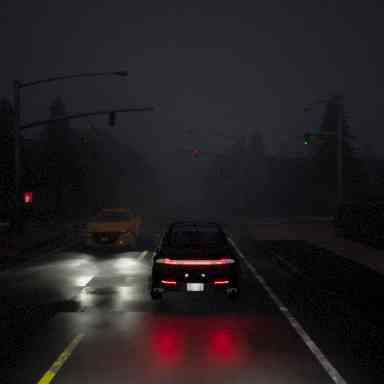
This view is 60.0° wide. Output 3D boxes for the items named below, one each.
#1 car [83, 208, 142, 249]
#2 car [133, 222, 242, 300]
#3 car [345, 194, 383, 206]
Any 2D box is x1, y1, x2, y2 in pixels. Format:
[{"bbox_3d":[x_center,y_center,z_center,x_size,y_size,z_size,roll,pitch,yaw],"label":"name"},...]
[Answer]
[{"bbox_3d":[-3.356,1.477,14.839,1.882,1.535,5.008,1,0,-3],"label":"car"},{"bbox_3d":[0.076,1.492,8.398,2.128,1.511,4.902,0,0,0],"label":"car"},{"bbox_3d":[15.856,1.202,28.932,5.566,2.045,2.150,0,0,-8],"label":"car"}]
